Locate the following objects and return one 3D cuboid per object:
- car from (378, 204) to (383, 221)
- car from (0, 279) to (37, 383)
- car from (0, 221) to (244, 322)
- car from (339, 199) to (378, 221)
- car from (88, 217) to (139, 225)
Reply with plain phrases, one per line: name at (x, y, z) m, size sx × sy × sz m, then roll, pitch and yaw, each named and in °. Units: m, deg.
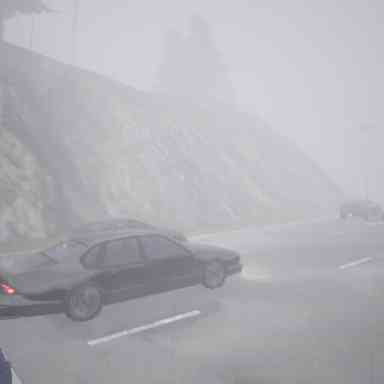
car at (13.121, 1.368, 20.111) m, size 1.895 × 1.301 × 4.718 m, roll 0°, pitch 0°, yaw 44°
car at (-3.310, 1.634, 1.442) m, size 4.718 × 1.301 × 1.895 m, roll -1°, pitch 0°, yaw -35°
car at (-1.325, 1.533, 7.236) m, size 5.357 × 1.411 × 2.033 m, roll -1°, pitch 0°, yaw -37°
car at (12.497, 1.260, 24.578) m, size 1.837 × 1.490 × 4.892 m, roll 0°, pitch 1°, yaw 43°
car at (-2.169, 1.543, 11.063) m, size 4.181 × 1.385 × 1.994 m, roll -1°, pitch 0°, yaw -38°
